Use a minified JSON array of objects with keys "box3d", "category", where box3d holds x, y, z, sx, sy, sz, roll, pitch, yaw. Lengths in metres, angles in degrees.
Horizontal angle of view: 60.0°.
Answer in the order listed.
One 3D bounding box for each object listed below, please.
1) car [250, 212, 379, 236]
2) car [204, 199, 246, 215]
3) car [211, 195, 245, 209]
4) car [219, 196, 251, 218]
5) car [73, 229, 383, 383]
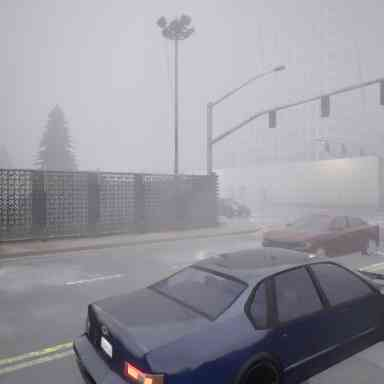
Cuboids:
[{"box3d":[4.549,1.479,11.532,5.008,1.535,1.882,0,0,-35],"category":"car"},{"box3d":[3.355,1.470,34.713,1.812,1.442,4.674,0,0,-35],"category":"car"},{"box3d":[4.867,1.296,45.031,2.097,1.767,4.553,0,0,-35],"category":"car"},{"box3d":[3.033,1.297,29.120,2.097,1.767,4.553,0,0,-35],"category":"car"},{"box3d":[1.228,1.547,4.674,5.357,1.411,2.033,0,0,-35],"category":"car"}]
